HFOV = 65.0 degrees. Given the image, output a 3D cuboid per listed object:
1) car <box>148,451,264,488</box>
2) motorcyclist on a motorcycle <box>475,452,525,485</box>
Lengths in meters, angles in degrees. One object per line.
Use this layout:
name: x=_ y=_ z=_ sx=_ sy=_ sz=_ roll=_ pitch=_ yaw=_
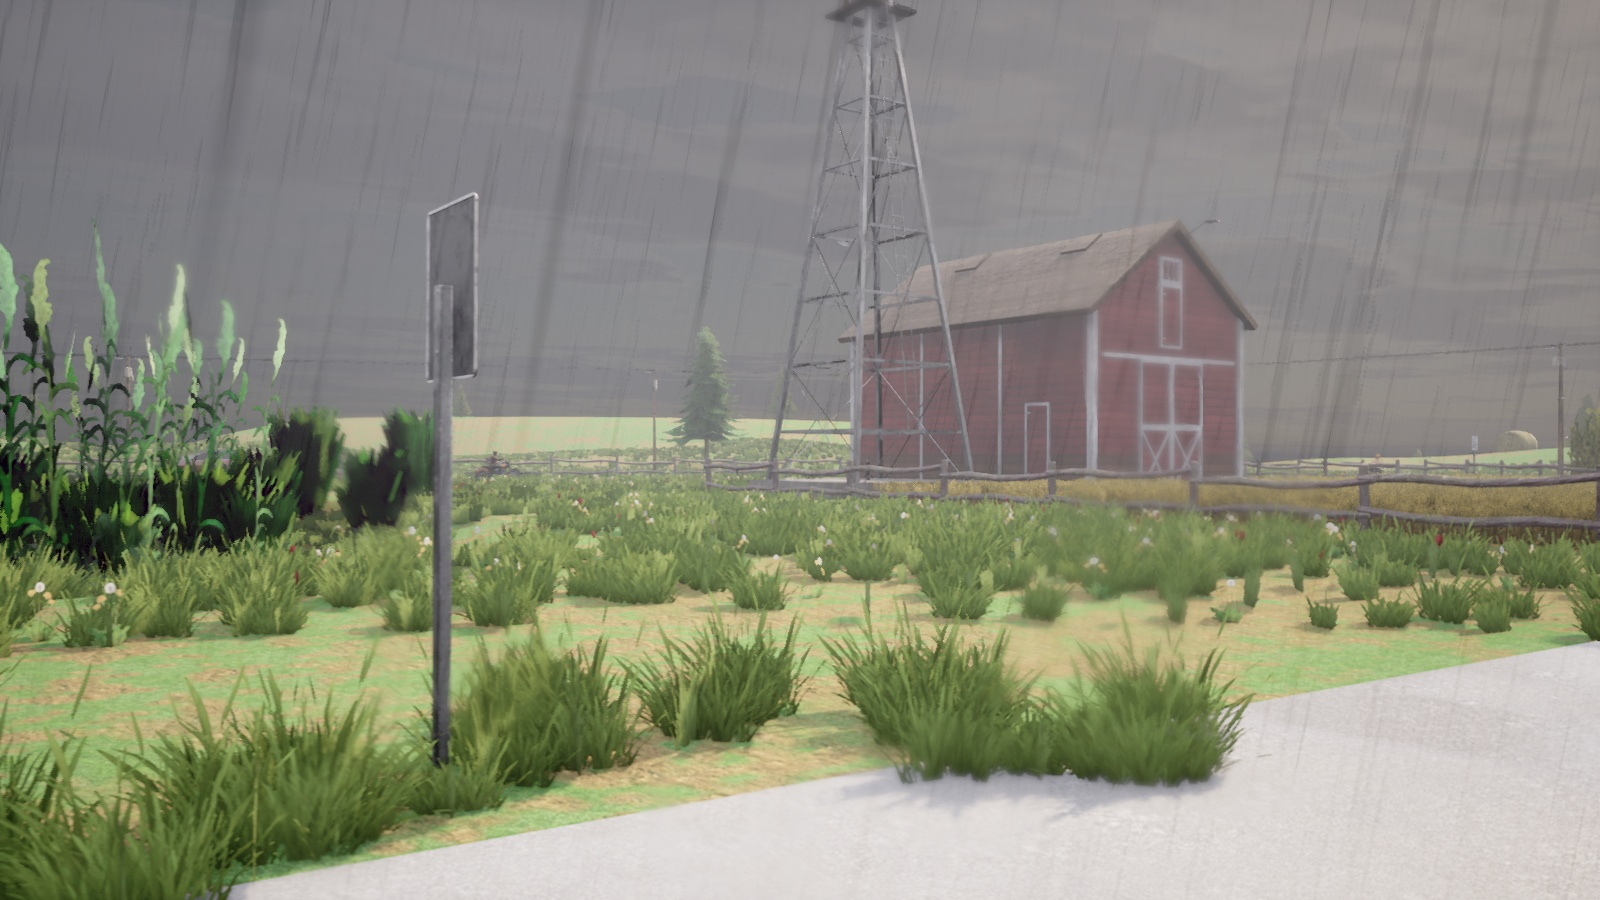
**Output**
car: x=-28.094 y=0.898 z=59.416 sx=4.856 sy=1.649 sz=2.033 roll=0 pitch=0 yaw=-29
motorcyclist on a motorcycle: x=-15.055 y=0.922 z=63.040 sx=2.350 sy=1.649 sz=0.766 roll=0 pitch=0 yaw=-29
